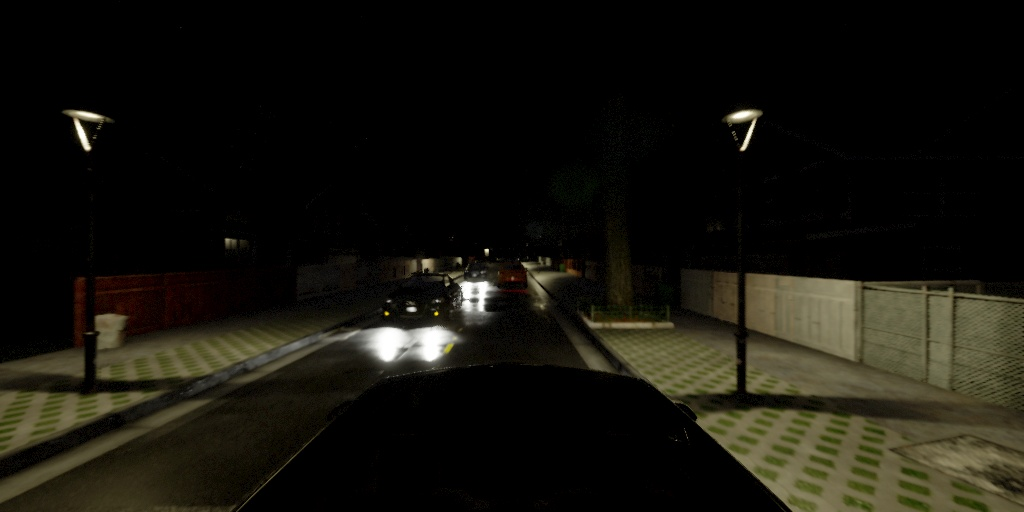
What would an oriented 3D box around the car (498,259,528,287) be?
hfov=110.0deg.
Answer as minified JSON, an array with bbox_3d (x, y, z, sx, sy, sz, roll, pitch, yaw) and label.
[{"bbox_3d":[0.060,1.188,24.202,1.882,1.535,5.008,0,1,0],"label":"car"}]

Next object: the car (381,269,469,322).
[{"bbox_3d":[-2.827,1.303,12.115,1.994,1.385,4.181,0,0,0],"label":"car"}]

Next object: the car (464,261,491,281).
[{"bbox_3d":[-2.797,1.182,29.537,2.128,1.511,4.902,0,0,0],"label":"car"}]
